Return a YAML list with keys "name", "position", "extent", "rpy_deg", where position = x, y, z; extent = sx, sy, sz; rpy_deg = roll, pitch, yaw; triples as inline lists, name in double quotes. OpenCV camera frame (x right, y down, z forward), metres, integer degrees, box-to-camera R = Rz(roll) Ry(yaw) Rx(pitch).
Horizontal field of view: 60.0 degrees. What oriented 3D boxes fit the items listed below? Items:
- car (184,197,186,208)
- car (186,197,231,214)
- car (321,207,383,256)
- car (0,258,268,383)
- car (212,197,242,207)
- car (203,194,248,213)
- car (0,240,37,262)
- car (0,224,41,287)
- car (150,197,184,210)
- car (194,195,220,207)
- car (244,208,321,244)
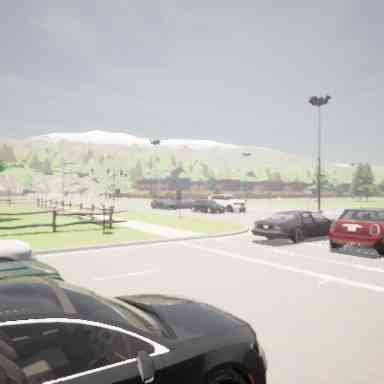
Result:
- name: "car"
  position: [-1.416, 1.437, 47.219]
  extent: [2.097, 1.767, 4.553]
  rpy_deg: [0, 0, -35]
- name: "car"
  position: [1.702, 1.578, 36.671]
  extent: [1.837, 1.490, 4.892]
  rpy_deg: [0, 0, -35]
- name: "car"
  position: [7.617, 1.396, 13.477]
  extent: [4.553, 1.767, 2.097]
  rpy_deg: [0, 0, -35]
- name: "car"
  position: [-1.477, 1.506, 2.693]
  extent: [4.892, 1.490, 1.837]
  rpy_deg: [0, 0, -35]
- name: "car"
  position: [5.959, 1.670, 57.037]
  extent: [2.033, 1.411, 5.357]
  rpy_deg: [0, 0, -35]
- name: "car"
  position: [4.099, 1.306, 39.357]
  extent: [2.150, 2.045, 5.566]
  rpy_deg: [0, 0, -35]
- name: "car"
  position: [-4.374, 1.599, 4.925]
  extent: [4.718, 1.301, 1.895]
  rpy_deg: [0, 0, -35]
- name: "car"
  position: [-6.306, 1.599, 7.847]
  extent: [4.718, 1.301, 1.895]
  rpy_deg: [0, 0, -35]
- name: "car"
  position: [-3.706, 1.621, 44.377]
  extent: [2.033, 1.411, 5.357]
  rpy_deg: [0, 0, -35]
- name: "car"
  position: [2.508, 1.464, 55.861]
  extent: [2.097, 1.767, 4.553]
  rpy_deg: [0, 0, -35]
- name: "car"
  position: [5.293, 1.591, 16.120]
  extent: [5.357, 1.411, 2.033]
  rpy_deg: [0, 0, -35]
